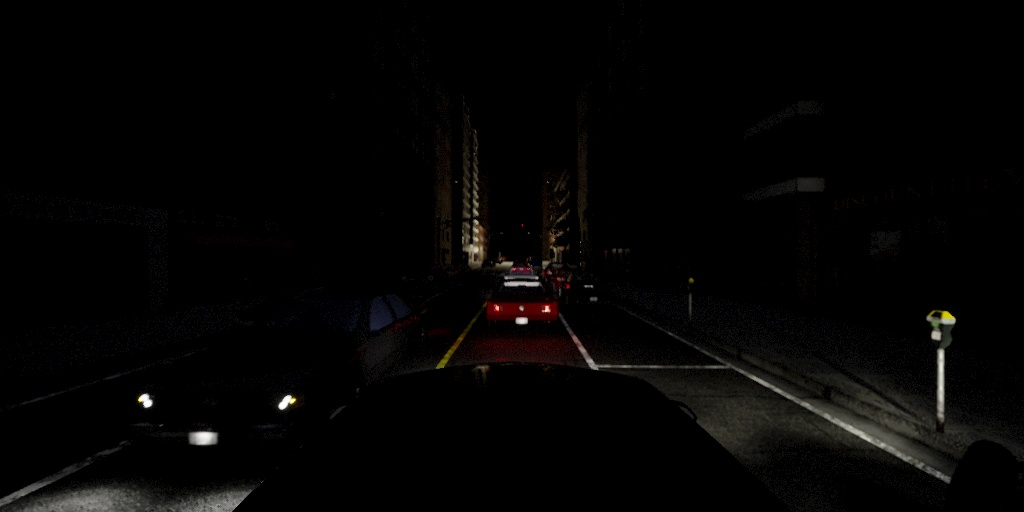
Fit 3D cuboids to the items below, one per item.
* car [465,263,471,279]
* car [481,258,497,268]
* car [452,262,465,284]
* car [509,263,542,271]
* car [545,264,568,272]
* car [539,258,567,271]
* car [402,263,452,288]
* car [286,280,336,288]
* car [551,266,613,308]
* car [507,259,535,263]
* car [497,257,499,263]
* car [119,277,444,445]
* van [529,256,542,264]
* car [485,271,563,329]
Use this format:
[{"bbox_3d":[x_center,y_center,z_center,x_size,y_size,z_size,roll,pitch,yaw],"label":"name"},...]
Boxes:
[{"bbox_3d":[-4.665,1.243,31.562,2.007,1.370,4.403,0,0,1],"label":"car"},{"bbox_3d":[-3.978,1.190,58.635,2.007,1.370,4.403,0,0,1],"label":"car"},{"bbox_3d":[-4.810,1.229,25.875,1.751,1.417,4.829,0,0,1],"label":"car"},{"bbox_3d":[0.563,1.313,21.330,1.895,1.301,4.718,0,0,1],"label":"car"},{"bbox_3d":[3.077,1.296,20.333,1.802,1.307,4.207,0,0,1],"label":"car"},{"bbox_3d":[3.217,1.143,25.850,1.967,1.591,4.097,0,0,1],"label":"car"},{"bbox_3d":[-4.946,1.154,20.530,1.967,1.591,4.097,0,0,1],"label":"car"},{"bbox_3d":[-5.226,1.317,9.496,1.802,1.307,4.207,0,0,1],"label":"car"},{"bbox_3d":[2.937,1.275,14.816,2.007,1.370,4.403,0,0,1],"label":"car"},{"bbox_3d":[0.714,1.219,31.419,1.812,1.442,4.674,0,0,-1],"label":"car"},{"bbox_3d":[-3.833,1.173,64.315,1.888,1.381,4.507,0,0,1],"label":"car"},{"bbox_3d":[-2.778,1.289,5.970,2.033,1.411,5.357,0,0,2],"label":"car"},{"bbox_3d":[4.045,0.980,58.440,1.690,1.789,3.998,0,0,1],"label":"van"},{"bbox_3d":[0.309,1.333,11.210,1.895,1.301,4.718,0,0,1],"label":"car"}]
